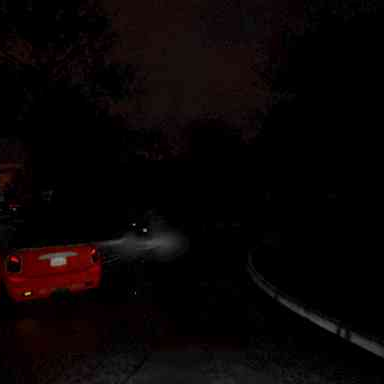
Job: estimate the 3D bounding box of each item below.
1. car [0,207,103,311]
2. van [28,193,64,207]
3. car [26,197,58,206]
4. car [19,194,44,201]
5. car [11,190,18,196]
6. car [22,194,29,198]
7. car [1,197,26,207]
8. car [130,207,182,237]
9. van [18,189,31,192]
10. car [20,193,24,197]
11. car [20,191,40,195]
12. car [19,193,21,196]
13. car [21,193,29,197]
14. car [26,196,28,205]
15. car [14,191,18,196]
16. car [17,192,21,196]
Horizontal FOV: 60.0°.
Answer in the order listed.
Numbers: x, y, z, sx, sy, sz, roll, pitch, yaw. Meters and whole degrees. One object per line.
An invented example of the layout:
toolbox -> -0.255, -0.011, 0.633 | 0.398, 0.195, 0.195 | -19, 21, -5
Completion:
car -> -4.046, 1.416, 8.219 | 2.097, 1.767, 4.553 | 1, -1, -41
van -> -21.923, 1.532, 50.508 | 4.442, 1.987, 1.878 | 1, 1, -31
car -> -26.086, 1.611, 57.724 | 4.792, 1.488, 2.163 | 1, 1, -31
car -> -34.682, 1.272, 71.983 | 4.674, 1.452, 2.002 | 1, 1, -31
car -> -41.978, 0.941, 83.785 | 5.366, 1.575, 1.946 | 1, 1, -31
car -> -24.843, 1.635, 55.234 | 5.366, 1.575, 1.946 | 1, 1, -31
car -> -22.723, 1.798, 42.177 | 1.837, 1.490, 4.892 | 1, 0, -34
car -> -1.824, 1.601, 18.690 | 1.812, 1.442, 4.674 | -1, 0, 12
van -> -36.002, 0.951, 74.420 | 4.442, 1.987, 1.878 | 1, 1, -31
car -> -28.961, 1.464, 62.469 | 5.008, 1.535, 2.097 | 1, 1, -31
car -> -30.364, 1.281, 64.860 | 4.553, 1.767, 2.185 | 1, 1, -31
car -> -31.825, 1.388, 67.224 | 4.674, 1.452, 2.002 | 1, 1, -31
car -> -27.543, 1.524, 60.084 | 4.892, 1.521, 2.231 | 1, 1, -31
car -> -23.230, 1.730, 52.965 | 4.792, 1.488, 2.163 | 1, 1, -31
car -> -38.988, 1.090, 79.106 | 4.792, 1.488, 2.163 | 1, 1, -31
car -> -33.254, 1.290, 69.601 | 5.008, 1.535, 2.097 | 1, 1, -31
